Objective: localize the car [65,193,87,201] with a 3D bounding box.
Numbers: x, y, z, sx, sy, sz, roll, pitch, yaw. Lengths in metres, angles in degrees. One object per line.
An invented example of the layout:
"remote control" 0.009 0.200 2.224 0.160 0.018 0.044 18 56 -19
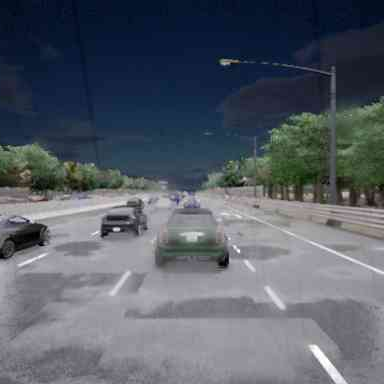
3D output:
"car" -20.972 1.239 61.923 2.150 2.045 5.566 0 0 0

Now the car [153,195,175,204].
"car" -3.478 1.519 42.109 1.812 1.442 4.674 0 0 0

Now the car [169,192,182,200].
"car" -3.465 1.206 62.860 2.150 2.045 5.566 0 0 0

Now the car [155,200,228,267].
"car" 0.003 1.332 11.464 2.097 1.767 4.553 0 0 0

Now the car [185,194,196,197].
"car" 0.035 1.583 62.804 1.895 1.301 4.718 0 0 0

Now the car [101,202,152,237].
"car" -3.493 1.485 17.825 1.837 1.490 4.892 0 0 0

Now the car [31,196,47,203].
"car" -27.967 1.497 61.684 1.882 1.535 5.008 0 0 0

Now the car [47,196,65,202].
"car" -24.472 1.509 61.934 2.128 1.511 4.902 0 0 0

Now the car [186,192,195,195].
"car" 0.046 1.474 80.927 2.128 1.511 4.902 0 0 0

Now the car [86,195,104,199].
"car" -17.475 1.461 61.981 1.882 1.535 5.008 0 0 0

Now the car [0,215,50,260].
"car" -6.996 1.547 12.417 1.994 1.385 4.181 0 0 0

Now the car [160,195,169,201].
"car" -6.951 1.444 84.940 1.837 1.490 4.892 0 0 0

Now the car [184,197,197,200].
"car" 0.021 1.592 39.418 1.895 1.301 4.718 0 0 0

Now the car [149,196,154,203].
"car" -6.965 1.464 62.816 1.882 1.535 5.008 0 0 0

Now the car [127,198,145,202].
"car" -6.979 1.502 41.216 1.837 1.490 4.892 0 0 0

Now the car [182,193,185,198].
"car" -3.453 1.541 82.949 1.895 1.301 4.718 0 0 0
